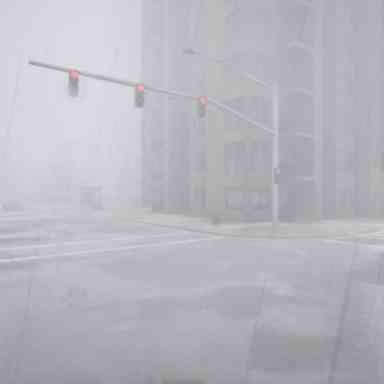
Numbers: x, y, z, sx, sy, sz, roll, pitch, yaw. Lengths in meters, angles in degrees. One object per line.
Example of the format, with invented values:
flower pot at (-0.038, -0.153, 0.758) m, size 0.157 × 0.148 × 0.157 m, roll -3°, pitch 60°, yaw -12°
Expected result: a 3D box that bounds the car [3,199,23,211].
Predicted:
car at (-22.275, 1.567, 41.320) m, size 1.994 × 1.385 × 4.181 m, roll 0°, pitch 0°, yaw -32°
